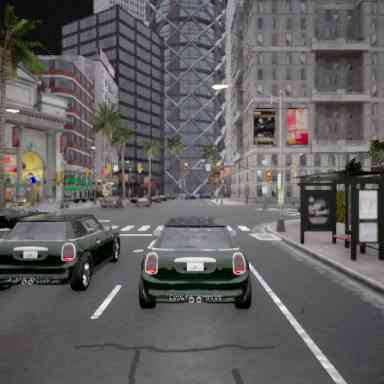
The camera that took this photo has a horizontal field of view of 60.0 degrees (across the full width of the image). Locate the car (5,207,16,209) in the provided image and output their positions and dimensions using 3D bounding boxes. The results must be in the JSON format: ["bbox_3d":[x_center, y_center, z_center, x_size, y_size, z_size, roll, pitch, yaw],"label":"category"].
[{"bbox_3d":[-10.574,1.598,20.053,1.895,1.301,4.718,0,0,0],"label":"car"}]

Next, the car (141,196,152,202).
[{"bbox_3d":[-10.399,1.542,75.941,1.994,1.385,4.181,0,0,0],"label":"car"}]

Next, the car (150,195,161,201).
[{"bbox_3d":[-9.749,1.487,89.632,1.837,1.490,4.892,0,0,7],"label":"car"}]

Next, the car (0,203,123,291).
[{"bbox_3d":[-3.417,1.351,9.187,2.097,1.767,4.553,0,0,0],"label":"car"}]

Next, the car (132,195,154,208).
[{"bbox_3d":[-6.877,1.519,46.936,1.812,1.442,4.674,0,0,-2],"label":"car"}]

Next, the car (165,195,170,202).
[{"bbox_3d":[-6.898,1.467,76.804,1.882,1.535,5.008,0,0,0],"label":"car"}]

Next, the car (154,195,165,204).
[{"bbox_3d":[-6.964,1.538,63.237,2.033,1.411,5.357,0,0,1],"label":"car"}]

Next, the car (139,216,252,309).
[{"bbox_3d":[0.075,1.351,8.040,2.097,1.767,4.553,0,0,0],"label":"car"}]

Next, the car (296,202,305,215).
[{"bbox_3d":[12.543,1.487,31.825,4.902,1.511,2.128,0,0,0],"label":"car"}]

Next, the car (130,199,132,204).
[{"bbox_3d":[-10.463,1.592,63.107,1.895,1.301,4.718,0,0,1],"label":"car"}]

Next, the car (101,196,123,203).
[{"bbox_3d":[-10.540,1.346,44.102,2.097,1.767,4.553,0,0,0],"label":"car"}]

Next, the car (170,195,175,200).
[{"bbox_3d":[-6.033,1.582,90.530,1.895,1.301,4.718,0,0,10],"label":"car"}]
